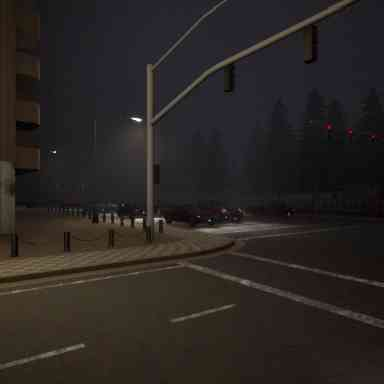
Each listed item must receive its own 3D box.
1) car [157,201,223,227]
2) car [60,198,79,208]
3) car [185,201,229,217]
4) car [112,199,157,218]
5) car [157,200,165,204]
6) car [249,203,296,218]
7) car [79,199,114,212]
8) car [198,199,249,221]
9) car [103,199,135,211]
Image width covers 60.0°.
[{"bbox_3d":[-0.262,1.581,23.547,1.812,1.442,4.674,0,0,-37],"label":"car"},{"bbox_3d":[-17.227,1.533,47.149,1.882,1.535,5.008,0,0,-35],"label":"car"},{"bbox_3d":[1.397,1.656,33.533,1.895,1.301,4.718,0,0,-36],"label":"car"},{"bbox_3d":[-5.378,1.619,30.617,1.994,1.385,4.181,0,0,-36],"label":"car"},{"bbox_3d":[-3.316,1.547,33.749,2.128,1.511,4.902,0,0,-36],"label":"car"},{"bbox_3d":[7.302,1.656,31.318,1.895,1.301,4.718,0,0,-36],"label":"car"},{"bbox_3d":[-11.119,1.656,38.602,1.895,1.301,4.718,0,0,-36],"label":"car"},{"bbox_3d":[1.919,1.407,26.478,2.097,1.767,4.553,0,0,-36],"label":"car"},{"bbox_3d":[-9.362,1.603,42.156,2.033,1.411,5.357,0,0,-35],"label":"car"}]
